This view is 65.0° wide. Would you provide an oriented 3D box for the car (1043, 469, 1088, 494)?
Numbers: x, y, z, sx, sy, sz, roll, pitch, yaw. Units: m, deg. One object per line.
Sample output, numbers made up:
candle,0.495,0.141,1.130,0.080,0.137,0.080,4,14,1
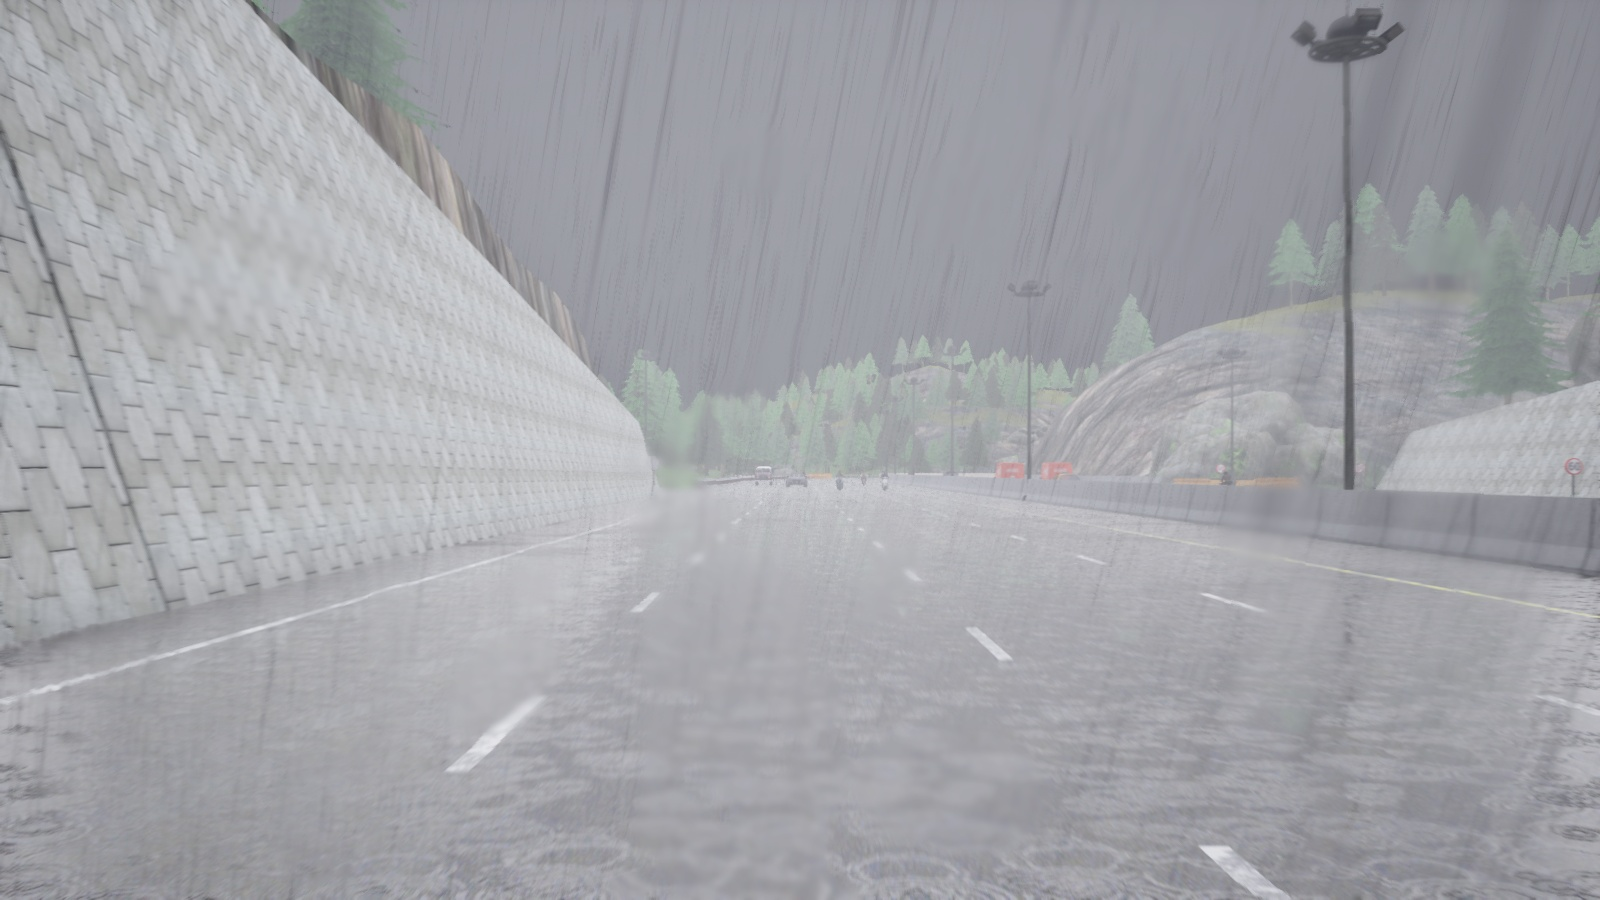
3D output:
car,17.301,2.055,82.159,1.801,1.575,5.366,0,-1,0
